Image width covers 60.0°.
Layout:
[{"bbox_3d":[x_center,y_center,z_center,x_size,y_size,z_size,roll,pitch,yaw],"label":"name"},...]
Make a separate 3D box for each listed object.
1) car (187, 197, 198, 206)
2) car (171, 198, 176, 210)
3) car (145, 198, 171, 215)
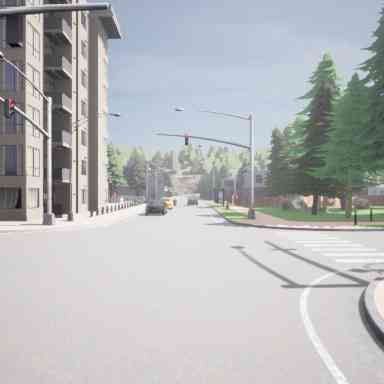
[{"bbox_3d":[0.140,1.547,55.665,2.033,1.411,5.357,0,0,0],"label":"car"},{"bbox_3d":[-3.483,1.478,43.441,1.882,1.535,5.008,0,0,0],"label":"car"},{"bbox_3d":[-3.517,1.478,33.480,1.882,1.535,5.008,0,0,0],"label":"car"}]
